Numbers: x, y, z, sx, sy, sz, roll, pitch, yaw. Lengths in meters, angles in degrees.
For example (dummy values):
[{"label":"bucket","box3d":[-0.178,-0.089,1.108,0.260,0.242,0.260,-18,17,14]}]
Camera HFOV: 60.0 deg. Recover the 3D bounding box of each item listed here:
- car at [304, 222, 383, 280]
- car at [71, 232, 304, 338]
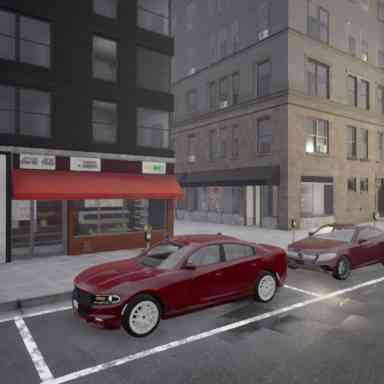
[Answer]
[{"label":"car","box3d":[4.497,1.576,9.832,4.206,1.307,1.802,0,0,-35]},{"label":"car","box3d":[-0.029,1.545,6.617,4.507,1.381,1.887,0,0,-35]}]
